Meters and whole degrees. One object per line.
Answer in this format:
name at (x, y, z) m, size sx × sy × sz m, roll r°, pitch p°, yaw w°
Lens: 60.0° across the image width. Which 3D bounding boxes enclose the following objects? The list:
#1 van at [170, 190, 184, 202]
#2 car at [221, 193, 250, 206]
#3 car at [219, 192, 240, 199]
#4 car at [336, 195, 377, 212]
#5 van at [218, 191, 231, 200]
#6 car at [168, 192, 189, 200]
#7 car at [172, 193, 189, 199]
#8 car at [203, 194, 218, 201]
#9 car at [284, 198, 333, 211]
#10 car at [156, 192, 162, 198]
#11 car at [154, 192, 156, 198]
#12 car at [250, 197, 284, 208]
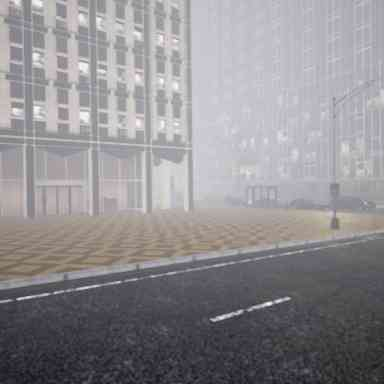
van at (-3.099, 0.886, 60.154) m, size 1.690 × 1.788 × 3.998 m, roll -1°, pitch 1°, yaw -34°
car at (6.470, 1.269, 46.046) m, size 1.947 × 1.339 × 4.313 m, roll -1°, pitch 1°, yaw -34°
car at (6.612, 1.149, 50.524) m, size 1.812 × 1.442 × 4.674 m, roll -1°, pitch 1°, yaw -34°
car at (16.997, 1.144, 35.297) m, size 2.097 × 1.767 × 4.553 m, roll -1°, pitch 1°, yaw -34°
van at (7.026, 0.791, 60.183) m, size 1.690 × 1.788 × 3.998 m, roll -1°, pitch 1°, yaw -34°
car at (-2.566, 0.712, 64.123) m, size 1.812 × 1.442 × 4.674 m, roll -1°, pitch 1°, yaw -34°
car at (-2.587, 0.872, 74.269) m, size 1.802 × 1.307 × 4.206 m, roll -1°, pitch 1°, yaw -34°
car at (3.822, 0.979, 64.880) m, size 1.802 × 1.307 × 4.206 m, roll -1°, pitch 1°, yaw -34°
car at (12.818, 1.374, 36.614) m, size 1.947 × 1.339 × 4.313 m, roll -1°, pitch 1°, yaw -34°
car at (-5.793, 0.551, 78.959) m, size 2.192 × 1.841 × 5.009 m, roll -1°, pitch 1°, yaw -34°
car at (-8.998, 0.622, 83.654) m, size 1.967 × 1.590 × 4.097 m, roll -1°, pitch 1°, yaw -34°
car at (9.627, 1.338, 41.320) m, size 1.802 × 1.307 × 4.206 m, roll -1°, pitch 1°, yaw -34°
